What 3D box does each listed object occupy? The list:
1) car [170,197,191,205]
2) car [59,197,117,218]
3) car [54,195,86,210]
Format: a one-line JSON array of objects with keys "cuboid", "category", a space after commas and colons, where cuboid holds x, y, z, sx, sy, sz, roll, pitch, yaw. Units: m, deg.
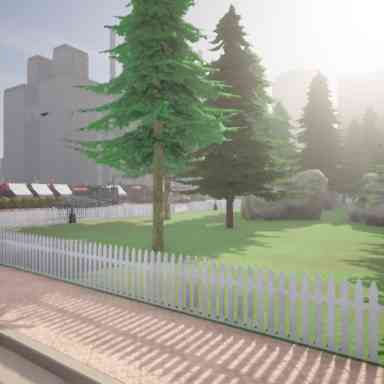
[{"cuboid": [-2.160, 1.450, 58.800, 2.128, 1.511, 4.902, 0, 0, 34], "category": "car"}, {"cuboid": [-8.893, 1.462, 29.915, 2.128, 1.511, 4.902, 0, 0, 34], "category": "car"}, {"cuboid": [-14.476, 1.309, 40.718, 2.097, 1.767, 4.553, 0, 0, 34], "category": "car"}]
